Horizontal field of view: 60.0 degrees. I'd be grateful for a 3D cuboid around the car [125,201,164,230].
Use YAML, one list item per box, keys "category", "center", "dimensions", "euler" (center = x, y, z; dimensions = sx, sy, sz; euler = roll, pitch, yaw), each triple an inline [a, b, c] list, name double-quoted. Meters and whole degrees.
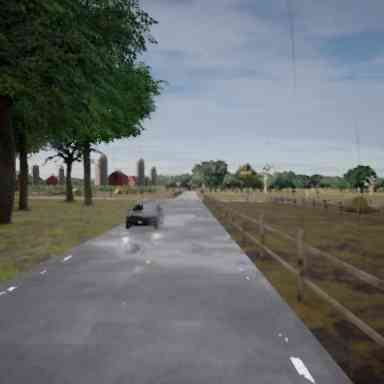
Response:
- category: "car"
  center: [-2.807, 1.369, 20.550]
  dimensions: [1.882, 1.535, 5.008]
  euler: [0, 0, 0]
